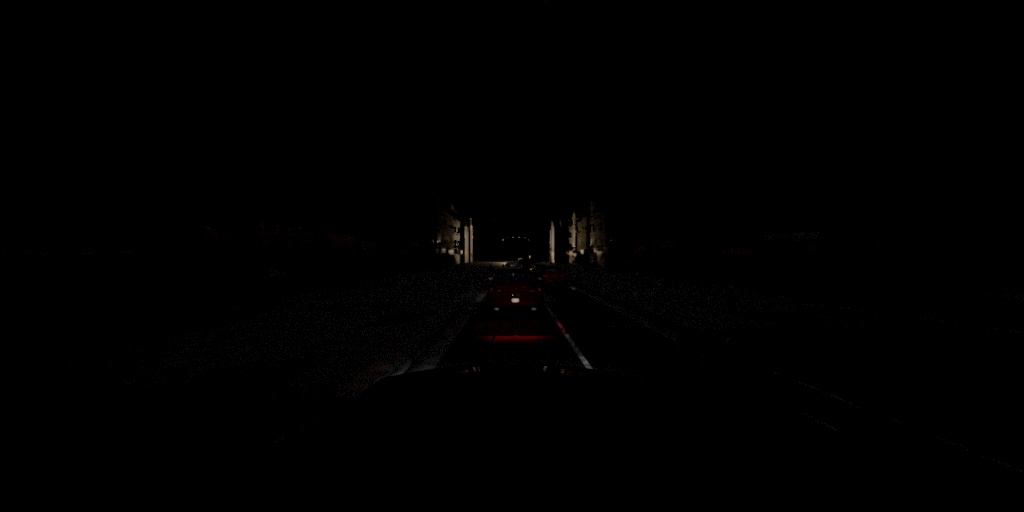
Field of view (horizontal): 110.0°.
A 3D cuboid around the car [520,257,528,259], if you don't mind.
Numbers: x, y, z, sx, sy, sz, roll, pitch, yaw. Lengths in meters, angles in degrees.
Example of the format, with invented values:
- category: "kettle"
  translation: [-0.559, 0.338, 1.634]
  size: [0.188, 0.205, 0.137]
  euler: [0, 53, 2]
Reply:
- category: "car"
  translation: [2.649, 1.330, 57.162]
  size: [1.948, 1.339, 4.313]
  euler: [0, 0, 0]

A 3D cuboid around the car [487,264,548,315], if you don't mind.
- category: "car"
  translation: [0.115, 1.230, 13.664]
  size: [1.882, 1.535, 5.008]
  euler: [0, 0, 0]

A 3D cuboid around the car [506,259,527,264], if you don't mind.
- category: "car"
  translation: [0.107, 1.281, 31.434]
  size: [1.812, 1.442, 4.674]
  euler: [0, 0, 0]

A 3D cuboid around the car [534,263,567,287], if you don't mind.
- category: "car"
  translation: [2.642, 1.336, 23.968]
  size: [1.802, 1.307, 4.207]
  euler: [0, 0, 0]

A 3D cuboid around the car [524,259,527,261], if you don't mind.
- category: "car"
  translation: [2.645, 1.309, 40.565]
  size: [2.007, 1.370, 4.403]
  euler: [0, 0, 0]

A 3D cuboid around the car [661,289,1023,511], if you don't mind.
- category: "car"
  translation: [2.638, 1.065, 1.838]
  size: [2.192, 1.841, 5.009]
  euler: [0, 0, 0]

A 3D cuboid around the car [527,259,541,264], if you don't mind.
- category: "car"
  translation: [2.644, 1.282, 35.202]
  size: [1.751, 1.417, 4.829]
  euler: [0, 0, 0]
